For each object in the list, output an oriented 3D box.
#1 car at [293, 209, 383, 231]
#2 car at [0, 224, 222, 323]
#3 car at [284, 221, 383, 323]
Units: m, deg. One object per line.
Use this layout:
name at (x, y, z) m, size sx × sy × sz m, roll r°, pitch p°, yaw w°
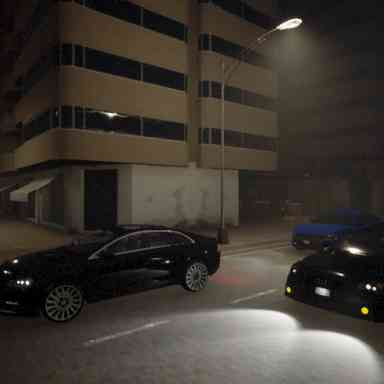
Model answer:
car at (5.947, 1.477, 13.113) m, size 5.008 × 1.535 × 1.882 m, roll 0°, pitch 0°, yaw -38°
car at (-1.548, 1.491, 7.289) m, size 4.902 × 1.511 × 2.128 m, roll 0°, pitch 0°, yaw -37°
car at (3.853, 1.564, 7.043) m, size 4.181 × 1.385 × 1.994 m, roll 0°, pitch 0°, yaw -38°
